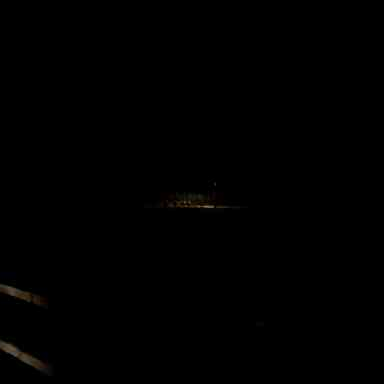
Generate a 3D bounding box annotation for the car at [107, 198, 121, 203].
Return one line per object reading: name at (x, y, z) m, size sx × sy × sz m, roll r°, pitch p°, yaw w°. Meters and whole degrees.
car at (-17.072, 2.024, 72.164) m, size 2.097 × 1.767 × 4.553 m, roll 1°, pitch -1°, yaw 35°
